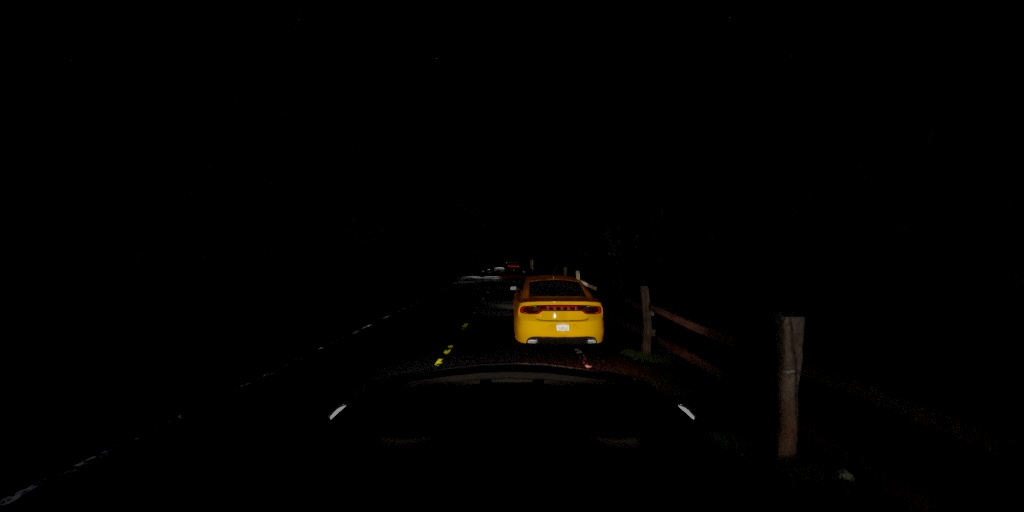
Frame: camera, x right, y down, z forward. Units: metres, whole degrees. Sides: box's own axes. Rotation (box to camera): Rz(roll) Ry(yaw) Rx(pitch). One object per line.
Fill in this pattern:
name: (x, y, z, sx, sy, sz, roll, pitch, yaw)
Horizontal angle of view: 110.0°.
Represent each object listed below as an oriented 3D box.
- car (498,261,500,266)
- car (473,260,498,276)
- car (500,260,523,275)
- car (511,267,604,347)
car: (-2.611, 1.281, 62.967, 1.895, 1.301, 4.718, 0, 0, 0)
car: (-2.770, 1.234, 36.535, 1.837, 1.490, 4.892, 0, 0, 0)
car: (0.165, 1.219, 38.340, 2.128, 1.511, 4.902, 0, 0, 0)
car: (0.982, 1.227, 9.367, 1.882, 1.535, 5.008, 0, 0, 0)
